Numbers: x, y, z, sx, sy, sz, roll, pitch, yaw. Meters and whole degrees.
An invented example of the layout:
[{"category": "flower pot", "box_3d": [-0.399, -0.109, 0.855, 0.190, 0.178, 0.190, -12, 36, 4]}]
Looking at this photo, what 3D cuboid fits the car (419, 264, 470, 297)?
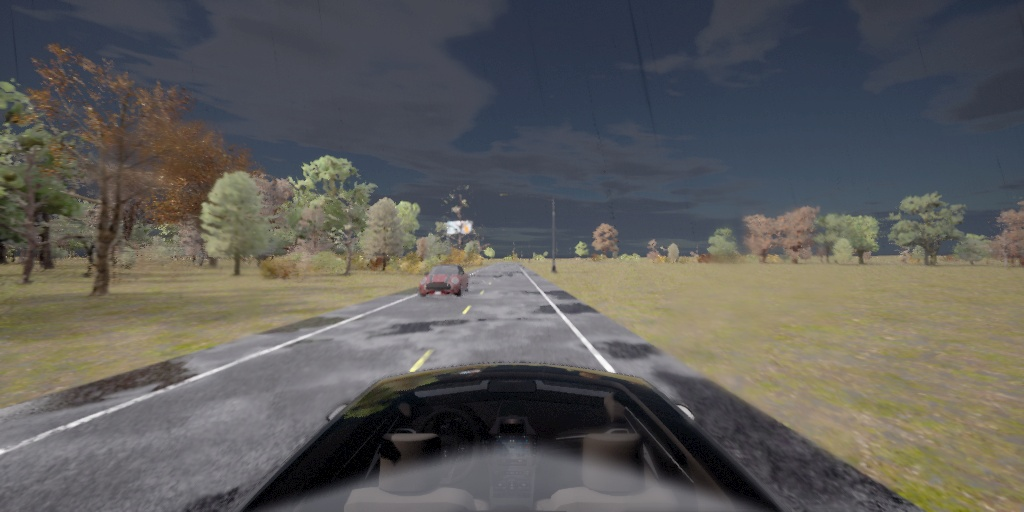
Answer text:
[{"category": "car", "box_3d": [-3.589, 1.229, 19.639, 2.097, 1.767, 4.553, 0, 0, 0]}]
